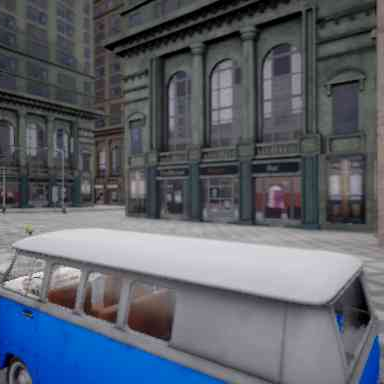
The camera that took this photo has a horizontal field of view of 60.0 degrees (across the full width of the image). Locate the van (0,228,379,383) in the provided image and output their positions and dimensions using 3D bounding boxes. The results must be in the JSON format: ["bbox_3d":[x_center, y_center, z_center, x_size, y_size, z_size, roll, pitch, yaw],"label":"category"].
[{"bbox_3d":[-0.370,1.334,3.244,3.998,1.788,1.690,0,0,35],"label":"van"}]
